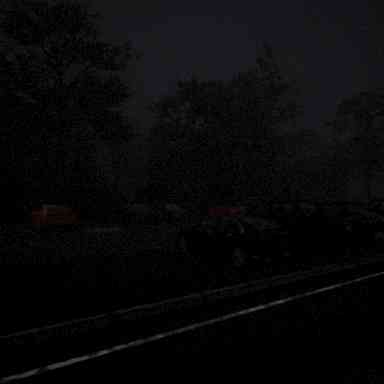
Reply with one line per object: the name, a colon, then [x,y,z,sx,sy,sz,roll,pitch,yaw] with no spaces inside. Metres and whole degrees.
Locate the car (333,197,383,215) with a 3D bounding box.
car: [20.896,1.675,41.461,2.435,2.045,5.566,1,-1,-36]

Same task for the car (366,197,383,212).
car: [27.685,1.805,46.329,2.435,2.045,5.566,1,-1,-36]

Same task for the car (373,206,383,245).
car: [8.129,1.588,16.264,2.231,1.521,4.892,1,-1,-36]

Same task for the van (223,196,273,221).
van: [4.967,1.430,30.220,1.878,1.987,4.442,1,-1,-36]

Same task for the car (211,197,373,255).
car: [3.559,1.279,13.025,2.435,2.045,5.566,1,0,-36]

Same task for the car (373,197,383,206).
car: [10.400,1.370,17.916,2.435,2.045,5.566,1,-1,-36]

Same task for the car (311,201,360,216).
car: [16.369,1.877,38.212,2.163,1.488,4.792,1,-1,-36]

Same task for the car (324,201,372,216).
car: [18.598,1.915,39.883,2.163,1.488,4.792,1,-1,-36]

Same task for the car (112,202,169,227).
car: [-4.028,1.531,23.651,2.097,1.535,5.008,1,0,-36]

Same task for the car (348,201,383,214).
car: [23.144,1.968,43.101,2.097,1.535,5.008,1,-1,-36]

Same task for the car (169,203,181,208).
car: [-1.760,1.598,25.268,2.002,1.452,4.674,1,0,-36]

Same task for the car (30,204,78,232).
car: [-8.553,1.488,20.406,2.097,1.535,5.008,0,0,-36]

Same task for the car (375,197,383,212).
car: [29.847,1.851,47.881,2.435,2.045,5.566,1,-1,-36]

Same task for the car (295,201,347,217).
car: [14.092,1.809,36.609,2.097,1.535,5.008,1,-1,-36]

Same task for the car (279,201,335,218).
car: [11.933,1.768,34.839,1.946,1.575,5.366,1,-1,-36]

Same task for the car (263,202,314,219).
car: [9.563,1.773,33.365,2.002,1.452,4.674,1,-1,-36]

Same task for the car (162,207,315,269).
car: [1.298,1.508,11.368,2.231,1.521,4.892,1,0,-36]

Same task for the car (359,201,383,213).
car: [25.303,2.049,44.654,2.002,1.452,4.674,1,-1,-36]
